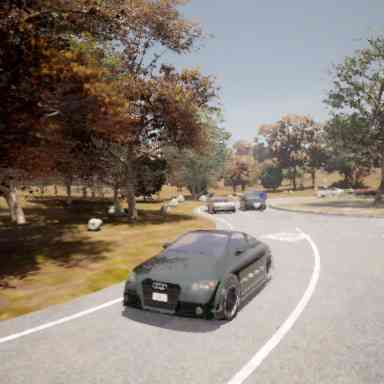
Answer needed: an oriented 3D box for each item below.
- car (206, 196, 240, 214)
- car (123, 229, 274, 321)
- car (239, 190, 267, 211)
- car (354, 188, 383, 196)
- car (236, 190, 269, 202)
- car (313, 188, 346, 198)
[{"bbox_3d":[2.453,1.161,28.998,1.895,1.301,4.718,-2,1,-7],"label":"car"},{"bbox_3d":[0.400,1.540,7.293,1.994,1.385,4.181,-1,0,28],"label":"car"},{"bbox_3d":[5.549,0.930,31.068,2.128,1.511,4.902,-2,1,-1],"label":"car"},{"bbox_3d":[28.478,0.011,52.903,4.718,1.301,1.895,-1,1,13],"label":"car"},{"bbox_3d":[8.593,0.533,47.221,5.008,1.535,1.882,-3,1,-42],"label":"car"},{"bbox_3d":[20.617,0.128,49.927,4.674,1.442,1.812,-1,1,-6],"label":"car"}]
